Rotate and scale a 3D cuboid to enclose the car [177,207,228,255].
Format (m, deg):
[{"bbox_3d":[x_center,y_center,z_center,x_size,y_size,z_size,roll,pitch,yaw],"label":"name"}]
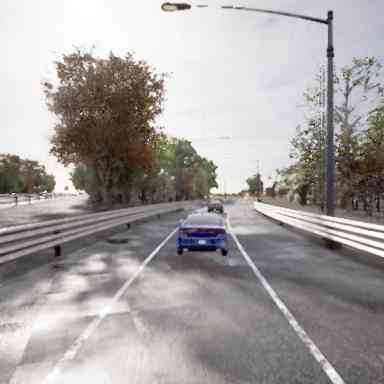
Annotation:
[{"bbox_3d":[0.463,1.618,14.116,1.882,1.535,5.008,0,0,3],"label":"car"}]

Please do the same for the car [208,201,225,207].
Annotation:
[{"bbox_3d":[3.116,1.927,42.828,1.837,1.490,4.892,0,0,8],"label":"car"}]
